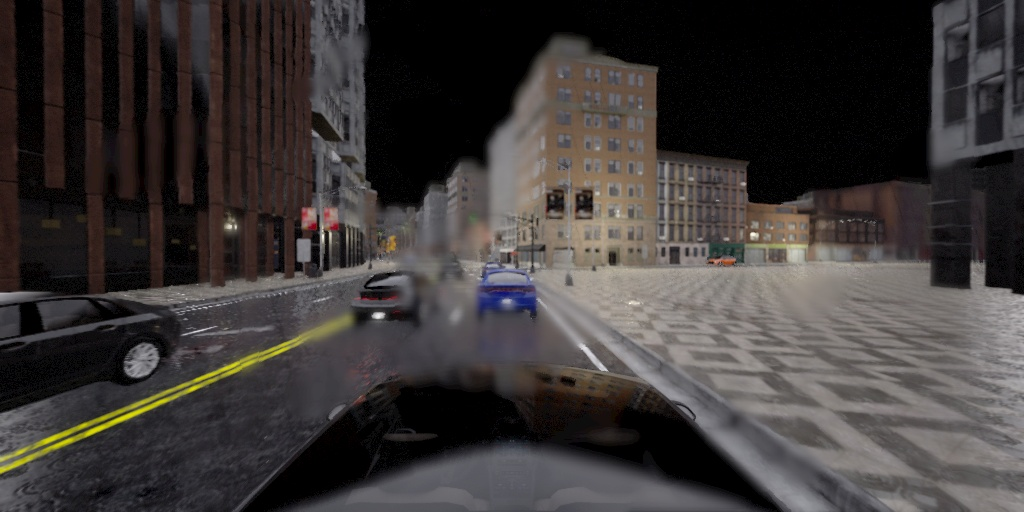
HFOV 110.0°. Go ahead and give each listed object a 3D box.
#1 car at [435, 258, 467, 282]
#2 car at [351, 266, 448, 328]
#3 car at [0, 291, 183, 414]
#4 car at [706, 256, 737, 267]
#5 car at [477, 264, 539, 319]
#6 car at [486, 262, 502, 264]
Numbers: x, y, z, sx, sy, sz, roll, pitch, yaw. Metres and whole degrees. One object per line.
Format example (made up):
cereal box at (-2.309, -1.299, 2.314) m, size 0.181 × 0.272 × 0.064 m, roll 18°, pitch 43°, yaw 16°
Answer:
car at (-4.594, 1.171, 27.696) m, size 1.837 × 1.490 × 4.892 m, roll 0°, pitch 0°, yaw -6°
car at (-3.399, 1.225, 11.341) m, size 1.837 × 1.490 × 4.892 m, roll 0°, pitch 0°, yaw -2°
car at (-6.652, 1.248, 4.192) m, size 1.837 × 1.490 × 4.892 m, roll 0°, pitch 0°, yaw -1°
car at (32.174, 0.736, 55.128) m, size 4.553 × 1.767 × 2.097 m, roll 0°, pitch 1°, yaw -20°
car at (-0.201, 1.191, 12.740) m, size 1.882 × 1.535 × 5.008 m, roll 0°, pitch 0°, yaw -2°
car at (-1.444, 1.187, 28.650) m, size 1.812 × 1.442 × 4.674 m, roll 0°, pitch 0°, yaw -6°
